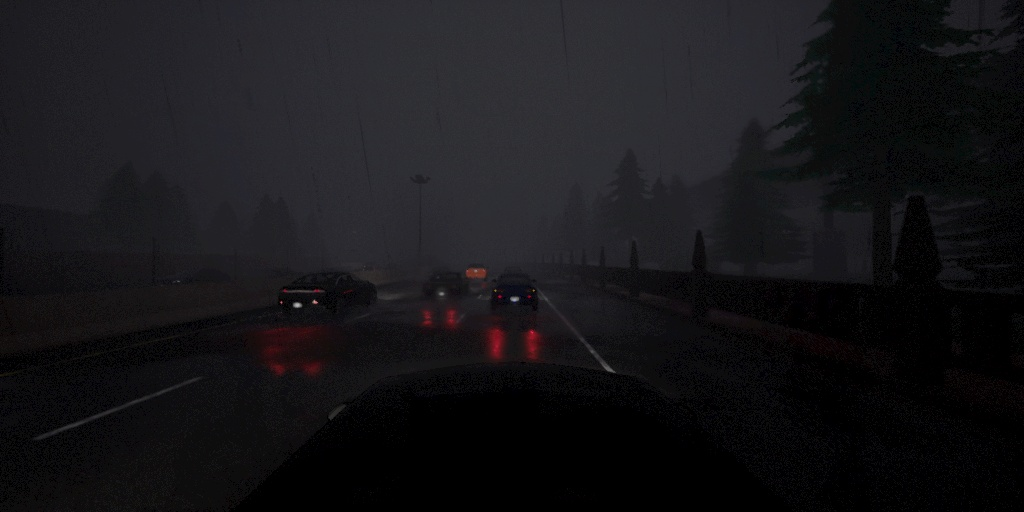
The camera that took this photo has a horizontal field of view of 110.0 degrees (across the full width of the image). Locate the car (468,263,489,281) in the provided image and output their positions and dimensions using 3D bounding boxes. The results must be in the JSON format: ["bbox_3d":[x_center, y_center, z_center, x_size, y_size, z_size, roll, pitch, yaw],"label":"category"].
[{"bbox_3d":[-3.422,1.497,35.994,2.097,1.767,4.553,0,-1,0],"label":"car"}]

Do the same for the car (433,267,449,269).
[{"bbox_3d":[-6.906,1.742,35.692,1.895,1.301,4.718,0,-1,0],"label":"car"}]

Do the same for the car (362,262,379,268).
[{"bbox_3d":[-23.895,1.782,60.637,2.097,1.767,4.553,0,-1,-13],"label":"car"}]

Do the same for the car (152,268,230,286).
[{"bbox_3d":[-21.100,1.533,23.926,1.812,1.442,4.674,0,-1,0],"label":"car"}]

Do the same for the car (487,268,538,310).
[{"bbox_3d":[0.095,1.434,15.458,1.812,1.442,4.674,0,-1,0],"label":"car"}]

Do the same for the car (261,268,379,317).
[{"bbox_3d":[-6.906,1.384,13.977,2.128,1.511,4.902,0,-1,0],"label":"car"}]

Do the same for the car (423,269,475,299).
[{"bbox_3d":[-3.398,1.557,19.595,1.895,1.301,4.718,0,-1,0],"label":"car"}]

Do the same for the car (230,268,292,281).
[{"bbox_3d":[-17.595,1.585,26.559,2.033,1.411,5.357,0,-1,0],"label":"car"}]
